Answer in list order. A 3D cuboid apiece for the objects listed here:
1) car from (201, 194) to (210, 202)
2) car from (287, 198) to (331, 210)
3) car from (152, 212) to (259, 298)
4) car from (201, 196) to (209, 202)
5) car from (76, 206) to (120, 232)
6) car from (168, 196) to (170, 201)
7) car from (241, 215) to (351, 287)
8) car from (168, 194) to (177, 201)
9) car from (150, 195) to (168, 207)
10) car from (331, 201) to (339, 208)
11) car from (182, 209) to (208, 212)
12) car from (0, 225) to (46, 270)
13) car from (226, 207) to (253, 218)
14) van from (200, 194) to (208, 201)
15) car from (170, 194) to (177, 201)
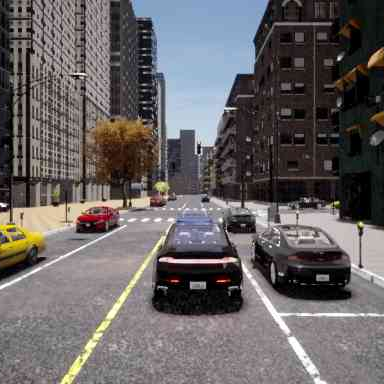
[{"bbox_3d":[3.023,1.630,74.639,1.947,1.339,4.313,0,0,0],"label":"car"},{"bbox_3d":[13.602,1.359,39.518,4.403,1.369,2.008,-1,1,0],"label":"car"},{"bbox_3d":[0.126,1.492,8.496,2.128,1.511,4.902,0,0,0],"label":"car"},{"bbox_3d":[3.049,1.599,80.332,1.752,1.417,4.829,0,0,0],"label":"car"},{"bbox_3d":[-5.602,1.549,20.198,1.887,1.381,4.507,0,0,0],"label":"car"},{"bbox_3d":[-5.432,1.607,58.109,1.947,1.339,4.313,0,0,0],"label":"car"},{"bbox_3d":[2.728,1.551,9.095,2.008,1.369,4.403,0,0,0],"label":"car"},{"bbox_3d":[-5.284,1.409,91.246,2.192,1.841,5.009,0,0,0],"label":"car"},{"bbox_3d":[-5.457,1.349,52.586,2.192,1.841,5.009,0,0,0],"label":"car"},{"bbox_3d":[18.999,1.259,39.548,4.829,1.417,1.752,-1,1,0],"label":"car"},{"bbox_3d":[0.159,1.605,18.613,1.895,1.301,4.718,0,0,1],"label":"car"},{"bbox_3d":[-5.653,1.526,8.963,1.752,1.417,4.829,0,0,0],"label":"car"},{"bbox_3d":[2.778,1.555,20.161,2.008,1.369,4.403,0,0,0],"label":"car"},{"bbox_3d":[3.072,1.424,85.686,1.690,1.788,3.998,0,0,0],"label":"van"},{"bbox_3d":[-5.308,1.649,85.724,1.947,1.339,4.313,0,0,0],"label":"car"}]
